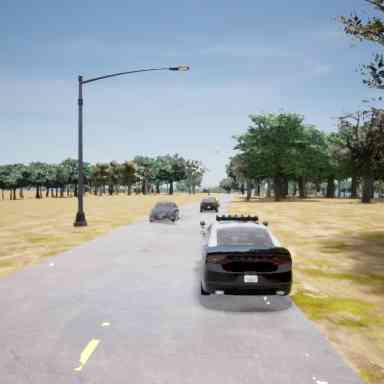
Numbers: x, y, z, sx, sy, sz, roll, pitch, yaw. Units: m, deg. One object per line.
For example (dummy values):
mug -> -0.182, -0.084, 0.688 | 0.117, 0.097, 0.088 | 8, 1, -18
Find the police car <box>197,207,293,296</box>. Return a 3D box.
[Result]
police car -> 1.168, 1.423, 8.812 | 1.930, 1.638, 5.238 | 0, 0, 1

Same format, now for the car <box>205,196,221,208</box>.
car -> 2.983, 1.320, 47.174 | 1.882, 1.535, 5.008 | 0, 0, 8

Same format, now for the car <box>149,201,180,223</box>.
car -> -2.040, 1.474, 25.490 | 1.837, 1.490, 4.892 | 0, 0, 4

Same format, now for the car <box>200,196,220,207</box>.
car -> 1.959, 1.393, 36.799 | 1.882, 1.535, 5.008 | 0, 0, 6
